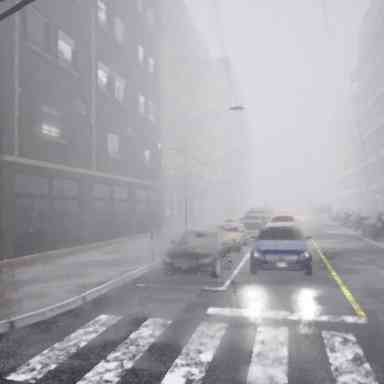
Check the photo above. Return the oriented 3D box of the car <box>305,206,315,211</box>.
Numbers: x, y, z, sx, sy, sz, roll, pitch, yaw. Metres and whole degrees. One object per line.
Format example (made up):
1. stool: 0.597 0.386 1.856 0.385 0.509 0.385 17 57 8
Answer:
1. car: 29.860 4.156 84.128 1.947 1.339 4.313 -2 -2 16

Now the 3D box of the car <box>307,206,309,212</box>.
1. car: 25.269 3.599 68.077 1.887 1.381 4.507 -1 -2 16

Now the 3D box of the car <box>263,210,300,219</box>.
1. car: 5.923 2.157 21.524 1.882 1.535 5.008 -2 -2 16

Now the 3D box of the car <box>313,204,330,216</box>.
1. car: 20.674 2.835 52.034 2.192 1.841 5.009 -1 -2 16

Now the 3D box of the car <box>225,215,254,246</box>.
1. car: 1.873 2.122 16.734 1.752 1.417 4.829 -1 -2 16

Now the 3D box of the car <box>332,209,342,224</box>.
1. car: 14.556 2.361 30.623 2.008 1.369 4.403 -1 -2 16

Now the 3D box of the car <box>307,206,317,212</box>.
1. car: 28.330 3.962 78.778 2.008 1.369 4.403 -2 -2 16

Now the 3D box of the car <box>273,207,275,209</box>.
1. car: 9.524 3.006 43.487 1.752 1.417 4.829 -1 -2 16

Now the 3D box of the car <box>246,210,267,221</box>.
1. car: 4.980 2.500 27.599 1.887 1.381 4.507 -1 -2 16

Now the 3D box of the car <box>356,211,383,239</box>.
1. car: 11.493 1.898 19.927 1.967 1.590 4.097 -1 -2 16

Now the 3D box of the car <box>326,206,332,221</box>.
1. car: 16.133 2.518 36.138 1.752 1.417 4.829 -1 -2 16

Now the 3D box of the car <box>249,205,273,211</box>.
1. car: 6.507 2.447 32.958 2.192 1.841 5.009 -1 -2 16

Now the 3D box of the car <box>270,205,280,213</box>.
1. car: 20.281 4.047 81.111 2.192 1.841 5.009 -1 -2 16

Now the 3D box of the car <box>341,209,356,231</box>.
1. car: 13.025 2.185 25.273 2.008 1.369 4.403 -1 -2 16

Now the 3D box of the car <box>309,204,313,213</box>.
1. car: 23.738 3.427 62.726 2.008 1.369 4.403 -1 -2 16

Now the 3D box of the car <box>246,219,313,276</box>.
1. car: 3.117 1.883 11.721 1.812 1.442 4.674 -2 -2 14

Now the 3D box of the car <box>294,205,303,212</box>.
1. car: 26.875 4.171 83.504 2.128 1.511 4.902 -2 -2 16

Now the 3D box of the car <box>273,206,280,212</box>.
1. car: 23.346 4.672 91.803 1.802 1.307 4.206 -1 -2 16

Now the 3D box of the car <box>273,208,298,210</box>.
1. car: 9.103 2.608 32.584 1.994 1.385 4.181 -2 -2 16

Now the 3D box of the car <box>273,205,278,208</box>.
1. car: 11.098 2.978 49.009 2.192 1.841 5.009 -1 -2 16

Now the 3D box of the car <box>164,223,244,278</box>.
1. car: 0.389 1.977 11.546 2.008 1.369 4.403 -1 -2 16
